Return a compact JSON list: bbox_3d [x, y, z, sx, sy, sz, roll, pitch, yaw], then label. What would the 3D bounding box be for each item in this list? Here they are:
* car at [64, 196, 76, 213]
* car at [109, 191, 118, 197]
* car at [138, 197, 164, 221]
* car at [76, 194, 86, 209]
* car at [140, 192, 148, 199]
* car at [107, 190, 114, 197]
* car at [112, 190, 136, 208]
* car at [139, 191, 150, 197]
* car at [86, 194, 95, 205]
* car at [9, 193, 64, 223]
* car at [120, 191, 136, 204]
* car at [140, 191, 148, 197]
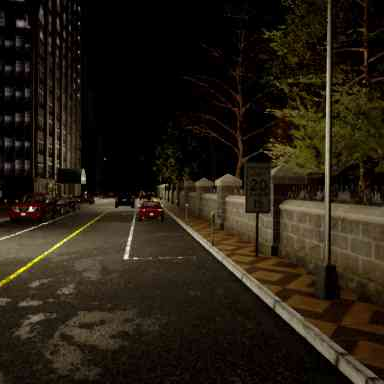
[{"bbox_3d":[-11.626,1.198,28.449,2.008,1.369,4.403,0,1,-9],"label":"car"},{"bbox_3d":[-20.874,0.516,88.541,1.947,1.339,4.313,0,1,-9],"label":"car"},{"bbox_3d":[-2.998,1.311,24.186,1.887,1.381,4.507,0,1,-9],"label":"car"},{"bbox_3d":[-12.467,1.136,33.912,2.008,1.369,4.403,0,1,-9],"label":"car"},{"bbox_3d":[-10.589,0.728,73.519,1.752,1.417,4.829,0,1,-9],"label":"car"},{"bbox_3d":[-20.031,0.331,83.075,2.192,1.841,5.009,0,1,-9],"label":"car"},{"bbox_3d":[-7.800,0.931,38.909,2.097,1.767,4.553,0,1,-8],"label":"car"},{"bbox_3d":[-8.880,0.646,62.423,2.192,1.841,5.009,0,1,-9],"label":"car"},{"bbox_3d":[-14.122,0.989,44.669,1.752,1.417,4.829,0,1,-9],"label":"car"},{"bbox_3d":[-10.784,1.022,22.984,2.192,1.841,5.009,0,1,-9],"label":"car"},{"bbox_3d":[-9.348,0.819,48.602,2.097,1.767,4.553,0,1,-9],"label":"car"},{"bbox_3d":[-12.243,0.515,84.275,1.967,1.590,4.097,0,1,-9],"label":"car"}]
